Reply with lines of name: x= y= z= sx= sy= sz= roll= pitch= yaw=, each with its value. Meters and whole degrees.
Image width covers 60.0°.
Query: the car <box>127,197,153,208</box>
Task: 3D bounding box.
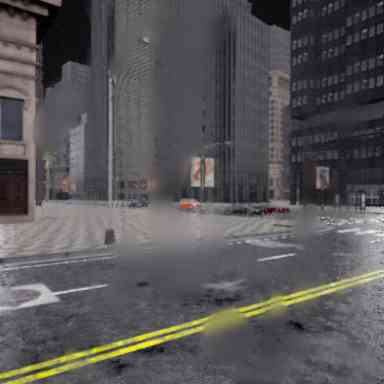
car: x=-9.467 y=2.079 z=58.047 sx=2.033 sy=1.411 sz=5.357 roll=0 pitch=-1 yaw=-35

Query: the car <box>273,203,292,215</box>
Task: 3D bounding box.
car: x=8.890 y=1.902 z=37.736 sx=1.895 sy=1.301 sz=4.718 roll=0 pitch=-1 yaw=-35

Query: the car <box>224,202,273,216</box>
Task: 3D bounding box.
car: x=5.827 y=1.846 z=36.433 sx=2.033 sy=1.411 sz=5.357 roll=0 pitch=-1 yaw=-35

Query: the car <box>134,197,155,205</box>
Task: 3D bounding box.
car: x=-9.103 y=1.712 z=63.205 sx=1.882 sy=1.535 sz=5.008 roll=0 pitch=-1 yaw=-35

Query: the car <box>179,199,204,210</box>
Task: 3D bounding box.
car: x=-0.110 y=1.783 z=50.407 sx=2.097 sy=1.767 sz=4.553 roll=0 pitch=-1 yaw=-35
